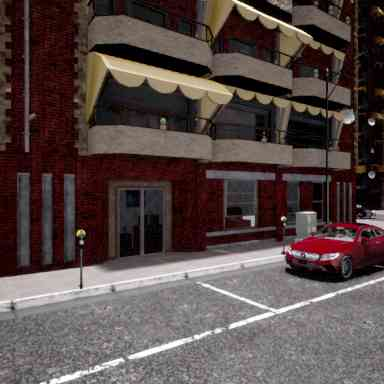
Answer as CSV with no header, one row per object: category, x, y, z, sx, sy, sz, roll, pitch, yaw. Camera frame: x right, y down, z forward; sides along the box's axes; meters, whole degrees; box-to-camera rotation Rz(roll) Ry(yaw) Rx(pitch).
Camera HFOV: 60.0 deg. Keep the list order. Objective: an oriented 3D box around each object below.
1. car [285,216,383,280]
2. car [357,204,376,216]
car,4.594,1.582,9.888,4.206,1.307,1.802,0,0,-35
car,15.537,1.806,32.935,2.128,1.511,4.902,0,-1,-36
